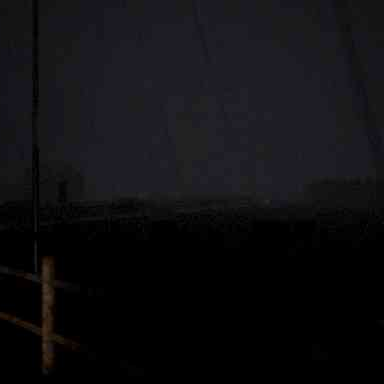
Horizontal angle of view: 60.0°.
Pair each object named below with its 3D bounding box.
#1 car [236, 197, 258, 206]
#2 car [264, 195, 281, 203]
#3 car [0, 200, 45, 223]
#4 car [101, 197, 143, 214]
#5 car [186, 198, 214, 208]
[{"bbox_3d":[8.724,1.455,52.149,1.895,1.301,4.718,-1,0,34],"label":"car"},{"bbox_3d":[14.855,1.303,61.100,1.837,1.490,4.892,-1,0,34],"label":"car"},{"bbox_3d":[-13.603,1.398,24.917,2.097,1.767,4.553,-1,0,36],"label":"car"},{"bbox_3d":[-7.167,1.351,34.190,2.097,1.767,4.553,-1,0,34],"label":"car"},{"bbox_3d":[1.145,1.533,46.276,1.895,1.301,4.718,-1,0,35],"label":"car"}]
